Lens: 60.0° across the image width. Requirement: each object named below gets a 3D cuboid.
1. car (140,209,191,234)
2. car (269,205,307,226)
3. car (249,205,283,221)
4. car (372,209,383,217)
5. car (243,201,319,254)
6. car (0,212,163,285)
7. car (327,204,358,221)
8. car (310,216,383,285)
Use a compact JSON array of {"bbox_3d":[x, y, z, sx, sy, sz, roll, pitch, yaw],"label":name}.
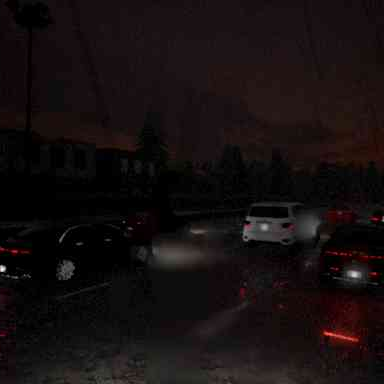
[{"bbox_3d":[-1.887,1.694,18.496,1.812,1.442,4.674,1,-1,32],"label":"car"},{"bbox_3d":[8.187,1.933,28.043,1.837,1.490,4.892,1,-1,32],"label":"car"},{"bbox_3d":[7.599,2.080,33.720,1.895,1.301,4.718,1,-1,32],"label":"car"},{"bbox_3d":[15.030,2.059,25.791,2.033,1.411,5.357,1,-1,32],"label":"car"},{"bbox_3d":[4.186,1.448,14.999,2.150,2.045,5.566,1,-1,32],"label":"car"},{"bbox_3d":[-3.148,1.564,9.852,1.837,1.490,4.892,1,0,32],"label":"car"},{"bbox_3d":[13.843,1.895,30.500,2.097,1.767,4.553,1,-1,32],"label":"car"},{"bbox_3d":[5.037,1.690,9.751,1.837,1.490,4.892,1,-1,32],"label":"car"}]
